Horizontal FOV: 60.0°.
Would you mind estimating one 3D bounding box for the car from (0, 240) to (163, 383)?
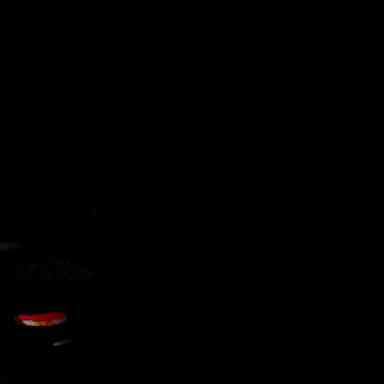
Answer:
[{"bbox_3d":[-2.942,1.515,5.286,4.674,1.452,2.002,0,0,35],"label":"car"}]
